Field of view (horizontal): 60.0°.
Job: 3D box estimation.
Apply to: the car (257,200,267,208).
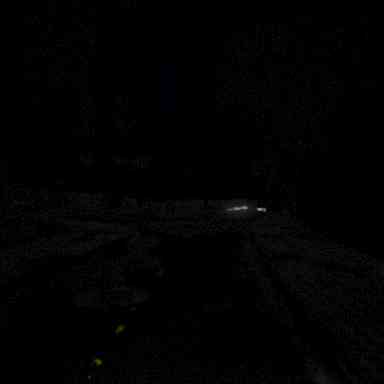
[{"bbox_3d":[14.404,2.405,66.086,2.128,1.511,4.902,-1,-1,27],"label":"car"}]
